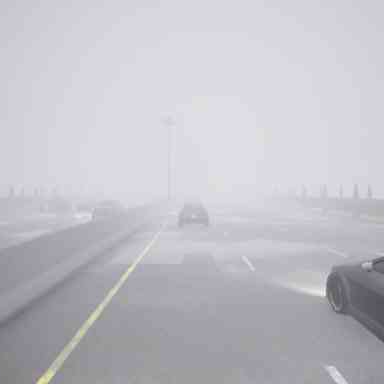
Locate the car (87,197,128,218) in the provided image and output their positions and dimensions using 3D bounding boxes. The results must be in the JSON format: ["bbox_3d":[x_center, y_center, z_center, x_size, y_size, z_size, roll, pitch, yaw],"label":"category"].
[{"bbox_3d":[-7.086,1.391,28.331,1.837,1.490,4.892,0,0,0],"label":"car"}]

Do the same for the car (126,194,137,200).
[{"bbox_3d":[-13.923,1.158,76.275,1.837,1.490,4.892,0,0,1],"label":"car"}]

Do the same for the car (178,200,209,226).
[{"bbox_3d":[0.109,1.473,22.542,1.994,1.385,4.181,0,0,0],"label":"car"}]

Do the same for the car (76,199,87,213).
[{"bbox_3d":[-10.579,1.424,34.849,1.994,1.385,4.181,0,0,0],"label":"car"}]

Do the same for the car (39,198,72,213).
[{"bbox_3d":[-14.080,1.353,34.464,2.128,1.511,4.902,0,0,0],"label":"car"}]

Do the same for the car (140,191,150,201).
[{"bbox_3d":[-10.424,0.886,76.173,2.150,2.045,5.566,0,0,1],"label":"car"}]

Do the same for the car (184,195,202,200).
[{"bbox_3d":[0.113,1.191,40.313,2.097,1.767,4.553,0,0,0],"label":"car"}]

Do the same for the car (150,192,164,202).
[{"bbox_3d":[-6.975,1.247,69.538,2.128,1.511,4.902,0,0,0],"label":"car"}]

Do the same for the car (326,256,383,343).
[{"bbox_3d":[3.603,1.544,4.829,1.994,1.385,4.181,0,0,0],"label":"car"}]
